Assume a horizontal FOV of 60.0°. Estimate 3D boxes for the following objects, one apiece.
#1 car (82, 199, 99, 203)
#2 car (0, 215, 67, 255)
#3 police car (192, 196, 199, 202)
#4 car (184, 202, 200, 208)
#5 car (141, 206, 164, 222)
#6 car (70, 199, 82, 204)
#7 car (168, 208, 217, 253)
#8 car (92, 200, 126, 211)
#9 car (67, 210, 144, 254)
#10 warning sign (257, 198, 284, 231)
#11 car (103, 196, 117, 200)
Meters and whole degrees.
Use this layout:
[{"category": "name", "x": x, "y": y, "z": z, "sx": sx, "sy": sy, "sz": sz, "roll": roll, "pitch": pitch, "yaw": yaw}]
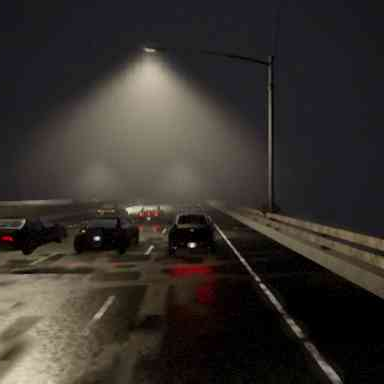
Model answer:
[{"category": "car", "x": -20.988, "y": 2.214, "z": 70.971, "sx": 2.128, "sy": 1.511, "sz": 4.902, "roll": 0, "pitch": -1, "yaw": 0}, {"category": "car", "x": -6.997, "y": 1.685, "z": 13.982, "sx": 2.033, "sy": 1.411, "sz": 5.357, "roll": 0, "pitch": -1, "yaw": 0}, {"category": "police car", "x": 1.065, "y": 2.345, "z": 94.492, "sx": 1.930, "sy": 1.638, "sz": 5.238, "roll": 0, "pitch": -1, "yaw": 0}, {"category": "car", "x": 0.006, "y": 1.831, "z": 28.980, "sx": 2.033, "sy": 1.411, "sz": 5.357, "roll": 0, "pitch": -1, "yaw": 0}, {"category": "car", "x": -3.494, "y": 1.886, "z": 29.100, "sx": 1.895, "sy": 1.301, "sz": 4.718, "roll": 0, "pitch": -1, "yaw": 0}, {"category": "car", "x": -24.488, "y": 2.189, "z": 70.973, "sx": 1.837, "sy": 1.490, "sz": 4.892, "roll": 0, "pitch": -1, "yaw": 0}, {"category": "car", "x": 0.007, "y": 1.648, "z": 14.297, "sx": 1.837, "sy": 1.490, "sz": 4.892, "roll": 0, "pitch": 0, "yaw": 0}, {"category": "car", "x": -6.991, "y": 1.779, "z": 29.291, "sx": 2.128, "sy": 1.511, "sz": 4.902, "roll": 0, "pitch": 0, "yaw": 0}, {"category": "car", "x": -3.493, "y": 1.705, "z": 14.266, "sx": 1.994, "sy": 1.385, "sz": 4.181, "roll": 0, "pitch": -1, "yaw": 0}, {"category": "warning sign", "x": 4.558, "y": 1.305, "z": 19.381, "sx": 1.300, "sy": 1.860, "sz": 1.060, "roll": 0, "pitch": 0, "yaw": 0}, {"category": "car", "x": -17.488, "y": 1.914, "z": 70.943, "sx": 2.150, "sy": 2.045, "sz": 5.566, "roll": 0, "pitch": -1, "yaw": 0}]
